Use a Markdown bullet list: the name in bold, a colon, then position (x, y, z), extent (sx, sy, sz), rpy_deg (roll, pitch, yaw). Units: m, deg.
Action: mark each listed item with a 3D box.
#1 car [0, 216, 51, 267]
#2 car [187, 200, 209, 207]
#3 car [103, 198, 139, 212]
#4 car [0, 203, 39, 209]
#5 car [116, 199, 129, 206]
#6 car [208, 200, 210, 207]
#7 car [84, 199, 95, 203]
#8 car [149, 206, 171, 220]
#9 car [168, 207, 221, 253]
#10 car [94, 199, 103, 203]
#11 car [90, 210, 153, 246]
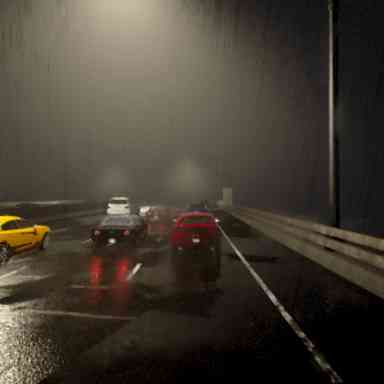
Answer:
- **car**: position (-6.853, 1.603, 11.925), extent (1.882, 1.535, 5.008), rpy_deg (0, -1, 1)
- **car**: position (0.487, 1.853, 34.746), extent (1.882, 1.535, 5.008), rpy_deg (0, -1, 1)
- **car**: position (-6.567, 1.570, 32.286), extent (2.150, 2.045, 5.566), rpy_deg (0, -1, 1)
- **car**: position (-17.221, 1.850, 34.245), extent (1.882, 1.535, 5.008), rpy_deg (0, -1, 1)
- **car**: position (-15.769, 2.394, 76.073), extent (1.812, 1.442, 4.674), rpy_deg (0, -1, 2)
- **car**: position (2.457, 2.188, 63.653), extent (1.882, 1.535, 5.008), rpy_deg (0, -1, 2)
- **car**: position (-22.815, 2.283, 75.218), extent (1.837, 1.490, 4.892), rpy_deg (0, -1, 2)
- **car**: position (-3.081, 1.941, 31.532), extent (1.895, 1.301, 4.718), rpy_deg (0, -1, 1)
- **car**: position (0.176, 1.631, 14.471), extent (1.882, 1.535, 5.008), rpy_deg (0, -1, 1)
- **car**: position (-19.392, 2.386, 73.394), extent (1.994, 1.385, 4.181), rpy_deg (0, -1, 2)
- **car**: position (-3.307, 1.772, 16.127), extent (1.895, 1.301, 4.718), rpy_deg (0, -1, 1)
